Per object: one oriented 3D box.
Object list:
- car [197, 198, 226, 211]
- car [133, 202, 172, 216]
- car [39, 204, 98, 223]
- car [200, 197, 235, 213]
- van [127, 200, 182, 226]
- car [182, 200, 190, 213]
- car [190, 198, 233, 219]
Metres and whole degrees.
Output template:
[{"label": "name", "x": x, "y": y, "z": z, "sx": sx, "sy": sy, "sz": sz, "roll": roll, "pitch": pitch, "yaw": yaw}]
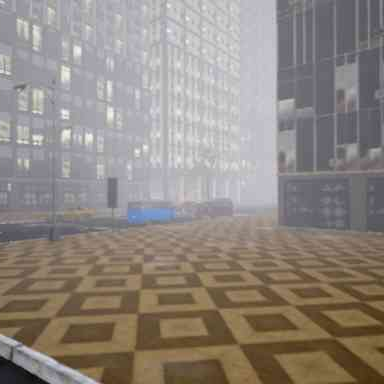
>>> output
[{"label": "car", "x": 2.629, "y": 1.622, "z": 44.429, "sx": 1.967, "sy": 1.590, "sz": 4.097, "roll": 0, "pitch": 0, "yaw": 38}, {"label": "car", "x": -4.157, "y": 1.758, "z": 35.610, "sx": 1.802, "sy": 1.307, "sz": 4.206, "roll": 0, "pitch": 0, "yaw": 38}, {"label": "car", "x": -10.264, "y": 1.698, "z": 27.886, "sx": 1.752, "sy": 1.417, "sz": 4.829, "roll": 0, "pitch": 0, "yaw": 38}, {"label": "car", "x": 3.204, "y": 1.519, "z": 41.108, "sx": 2.097, "sy": 1.767, "sz": 4.553, "roll": 0, "pitch": 0, "yaw": 38}, {"label": "van", "x": -2.874, "y": 1.472, "z": 24.175, "sx": 1.690, "sy": 1.788, "sz": 3.998, "roll": 0, "pitch": 0, "yaw": 38}, {"label": "car", "x": -0.764, "y": 1.723, "z": 40.020, "sx": 1.887, "sy": 1.381, "sz": 4.507, "roll": 0, "pitch": 0, "yaw": 38}, {"label": "car", "x": 2.088, "y": 1.575, "z": 30.804, "sx": 1.967, "sy": 1.590, "sz": 4.097, "roll": 0, "pitch": 0, "yaw": 38}]
